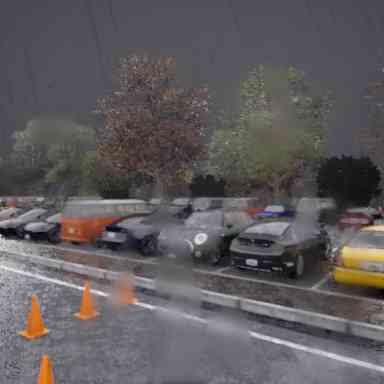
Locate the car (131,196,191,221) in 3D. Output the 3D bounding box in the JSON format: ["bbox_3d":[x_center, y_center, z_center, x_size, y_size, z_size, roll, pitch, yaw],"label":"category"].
[{"bbox_3d":[-2.742,1.456,30.796,2.435,2.045,5.566,0,-1,36],"label":"car"}]

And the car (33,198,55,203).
[{"bbox_3d":[-16.159,1.800,40.606,2.097,1.535,5.008,0,-1,36],"label":"car"}]

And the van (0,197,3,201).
[{"bbox_3d":[-25.285,1.636,47.125,1.878,1.987,4.442,-1,-1,36],"label":"van"}]

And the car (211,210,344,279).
[{"bbox_3d":[2.950,1.553,10.484,2.231,1.521,4.892,0,0,36],"label":"car"}]

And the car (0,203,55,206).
[{"bbox_3d":[-10.523,1.666,20.279,2.163,1.488,4.792,0,-1,36],"label":"car"}]

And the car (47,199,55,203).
[{"bbox_3d":[-13.918,1.825,38.976,2.002,1.452,4.674,0,-1,36],"label":"car"}]

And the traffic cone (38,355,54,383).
[{"bbox_3d":[-1.506,1.978,3.421,0.340,0.580,0.340,0,0,36],"label":"traffic cone"}]

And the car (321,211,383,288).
[{"bbox_3d":[5.299,1.547,9.008,1.946,1.575,5.366,0,0,36],"label":"car"}]

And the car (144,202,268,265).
[{"bbox_3d":[0.726,1.436,12.152,2.185,1.767,4.553,0,0,36],"label":"car"}]

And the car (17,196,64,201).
[{"bbox_3d":[-18.512,1.565,42.295,2.435,2.045,5.566,0,-1,36],"label":"car"}]

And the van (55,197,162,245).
[{"bbox_3d":[-3.708,1.365,15.492,1.878,1.987,4.442,0,-1,36],"label":"van"}]

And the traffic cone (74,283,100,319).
[{"bbox_3d":[-1.962,1.997,6.209,0.340,0.580,0.340,0,0,36],"label":"traffic cone"}]

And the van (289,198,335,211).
[{"bbox_3d":[8.414,1.406,22.562,1.878,1.987,4.442,0,0,36],"label":"van"}]

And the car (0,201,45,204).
[{"bbox_3d":[-12.858,1.648,21.789,1.946,1.575,5.366,0,-1,36],"label":"car"}]

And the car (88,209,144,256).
[{"bbox_3d":[-1.515,1.604,13.783,2.163,1.488,4.792,0,-1,36],"label":"car"}]

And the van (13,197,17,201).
[{"bbox_3d":[-20.665,1.606,44.045,1.878,1.987,4.442,0,-1,36],"label":"van"}]

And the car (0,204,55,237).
[{"bbox_3d":[-8.280,1.650,18.643,2.163,1.488,4.792,0,-1,36],"label":"car"}]

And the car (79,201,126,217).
[{"bbox_3d":[-9.540,1.794,35.790,2.002,1.452,4.674,0,-1,36],"label":"car"}]

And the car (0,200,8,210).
[{"bbox_3d":[-31.914,2.020,51.872,1.946,1.575,5.366,-2,-1,36],"label":"car"}]

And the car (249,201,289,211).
[{"bbox_3d":[6.230,1.645,24.293,2.097,1.535,5.008,0,-1,36],"label":"car"}]

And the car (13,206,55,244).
[{"bbox_3d":[-6.037,1.635,17.008,2.163,1.488,4.792,0,-1,36],"label":"car"}]

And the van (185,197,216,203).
[{"bbox_3d":[1.682,1.450,27.461,1.878,1.987,4.442,0,-1,36],"label":"van"}]

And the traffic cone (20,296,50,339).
[{"bbox_3d":[-2.545,1.991,5.399,0.340,0.580,0.340,0,0,36],"label":"traffic cone"}]

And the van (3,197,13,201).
[{"bbox_3d":[-22.802,1.621,45.603,1.878,1.987,4.442,0,-1,36],"label":"van"}]

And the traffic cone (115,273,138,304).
[{"bbox_3d":[-1.380,2.002,7.017,0.340,0.580,0.340,0,0,36],"label":"traffic cone"}]

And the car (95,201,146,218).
[{"bbox_3d":[-7.206,1.738,34.078,2.097,1.535,5.008,0,-1,36],"label":"car"}]

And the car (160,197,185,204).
[{"bbox_3d":[-0.504,1.440,29.164,2.435,2.045,5.566,0,-1,36],"label":"car"}]

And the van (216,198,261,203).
[{"bbox_3d":[4.057,1.435,26.017,1.878,1.987,4.442,0,-1,36],"label":"van"}]

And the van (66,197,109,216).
[{"bbox_3d":[-11.712,1.545,37.516,1.878,1.987,4.442,0,-1,36],"label":"van"}]

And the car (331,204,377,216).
[{"bbox_3d":[10.719,1.653,21.050,2.163,1.488,4.792,0,0,36],"label":"car"}]
